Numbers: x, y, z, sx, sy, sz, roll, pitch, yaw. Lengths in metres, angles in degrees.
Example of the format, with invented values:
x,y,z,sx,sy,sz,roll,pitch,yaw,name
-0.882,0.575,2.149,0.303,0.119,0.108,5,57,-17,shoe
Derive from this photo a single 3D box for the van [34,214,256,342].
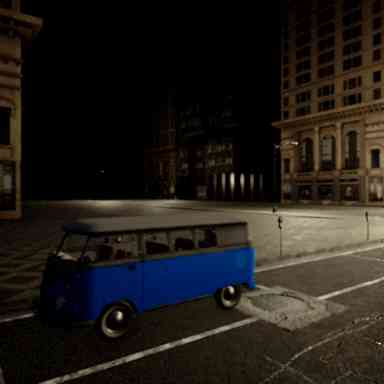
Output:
x,y,z,sx,sy,sz,roll,pitch,yaw,name
-0.627,1.343,6.206,3.998,1.788,1.690,0,0,-36,van
